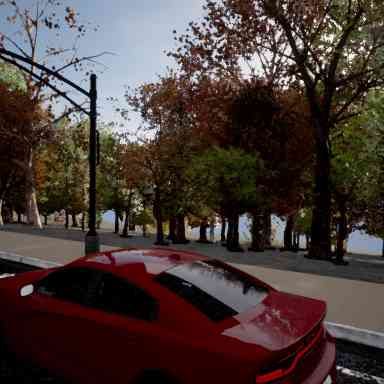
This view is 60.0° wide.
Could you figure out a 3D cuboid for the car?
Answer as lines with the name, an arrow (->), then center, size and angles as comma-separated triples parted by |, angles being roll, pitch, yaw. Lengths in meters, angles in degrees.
car -> -0.866, 1.477, 4.293 | 5.008, 1.535, 1.882 | 0, 0, 35
